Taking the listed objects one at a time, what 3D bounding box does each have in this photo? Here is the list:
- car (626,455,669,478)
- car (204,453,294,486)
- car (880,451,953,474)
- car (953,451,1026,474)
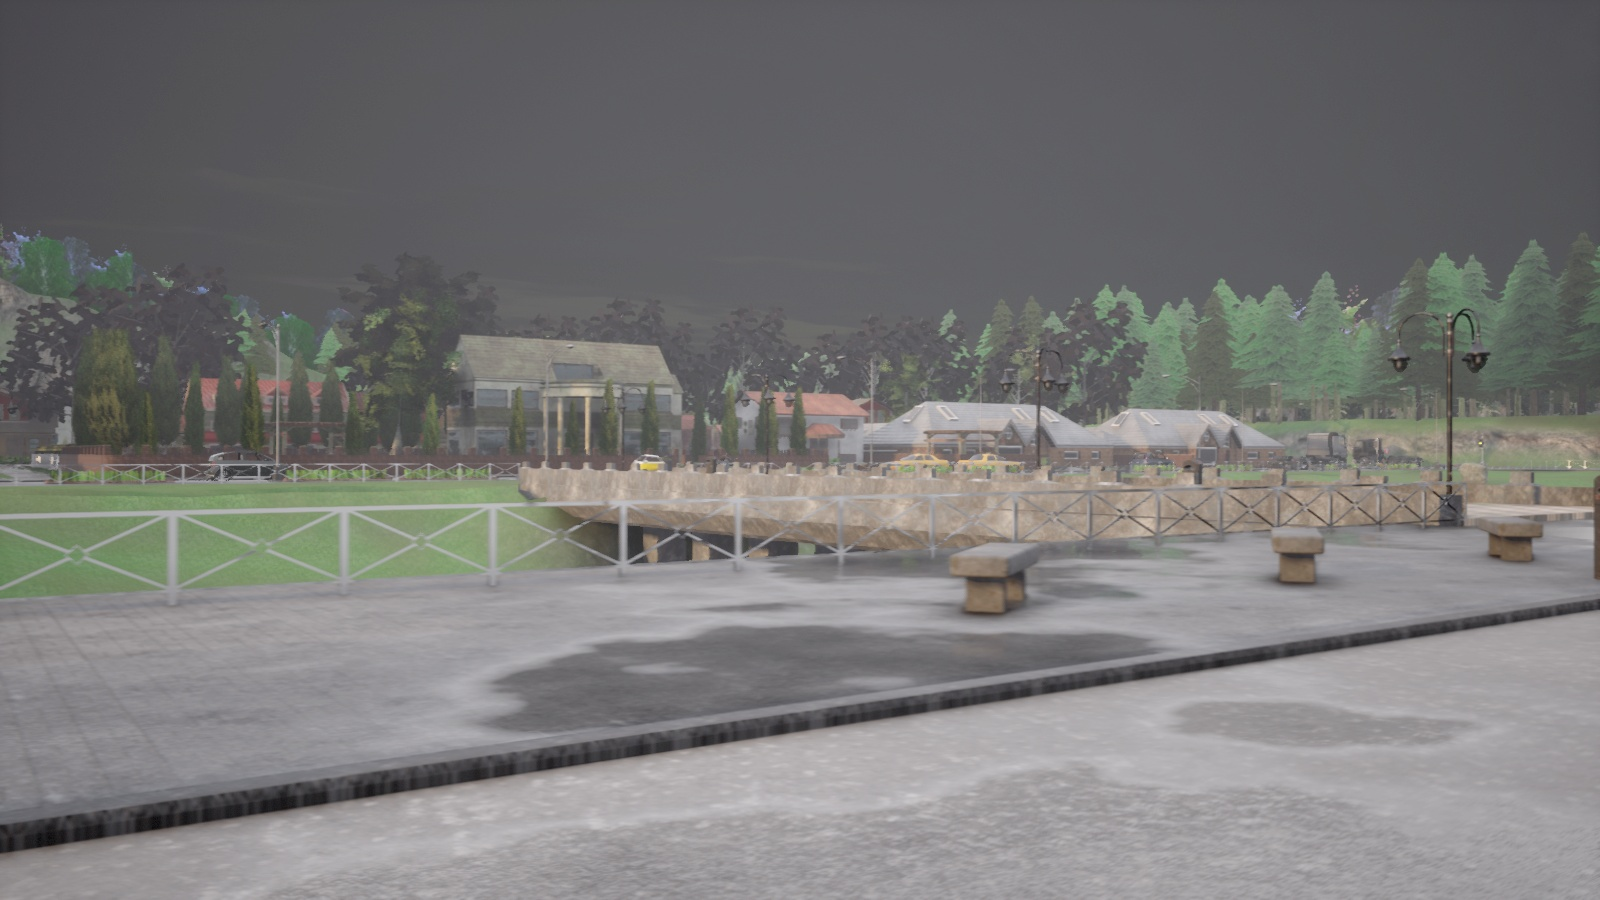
[{"bbox_3d":[-9.460,1.010,77.710,2.207,1.376,1.481,0,0,-35],"label":"car"},{"bbox_3d":[-26.693,0.929,60.848,3.705,1.549,1.789,0,0,-35],"label":"car"},{"bbox_3d":[8.381,0.887,90.123,5.366,1.575,1.801,0,0,-35],"label":"car"},{"bbox_3d":[13.423,0.873,88.758,5.366,1.575,1.801,0,0,-35],"label":"car"}]
